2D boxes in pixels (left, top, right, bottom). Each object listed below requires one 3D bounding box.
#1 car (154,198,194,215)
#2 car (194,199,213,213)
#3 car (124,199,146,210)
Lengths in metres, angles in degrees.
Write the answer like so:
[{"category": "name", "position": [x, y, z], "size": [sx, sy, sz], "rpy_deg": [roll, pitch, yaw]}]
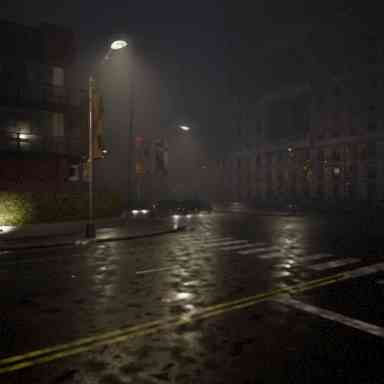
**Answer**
[{"category": "car", "position": [-2.242, 1.505, 34.694], "size": [1.837, 1.490, 4.892], "rpy_deg": [0, 0, -35]}, {"category": "car", "position": [0.282, 1.477, 37.195], "size": [1.882, 1.535, 5.008], "rpy_deg": [0, 0, -35]}, {"category": "car", "position": [-7.514, 1.564, 42.283], "size": [1.994, 1.385, 4.181], "rpy_deg": [0, 0, -35]}]
